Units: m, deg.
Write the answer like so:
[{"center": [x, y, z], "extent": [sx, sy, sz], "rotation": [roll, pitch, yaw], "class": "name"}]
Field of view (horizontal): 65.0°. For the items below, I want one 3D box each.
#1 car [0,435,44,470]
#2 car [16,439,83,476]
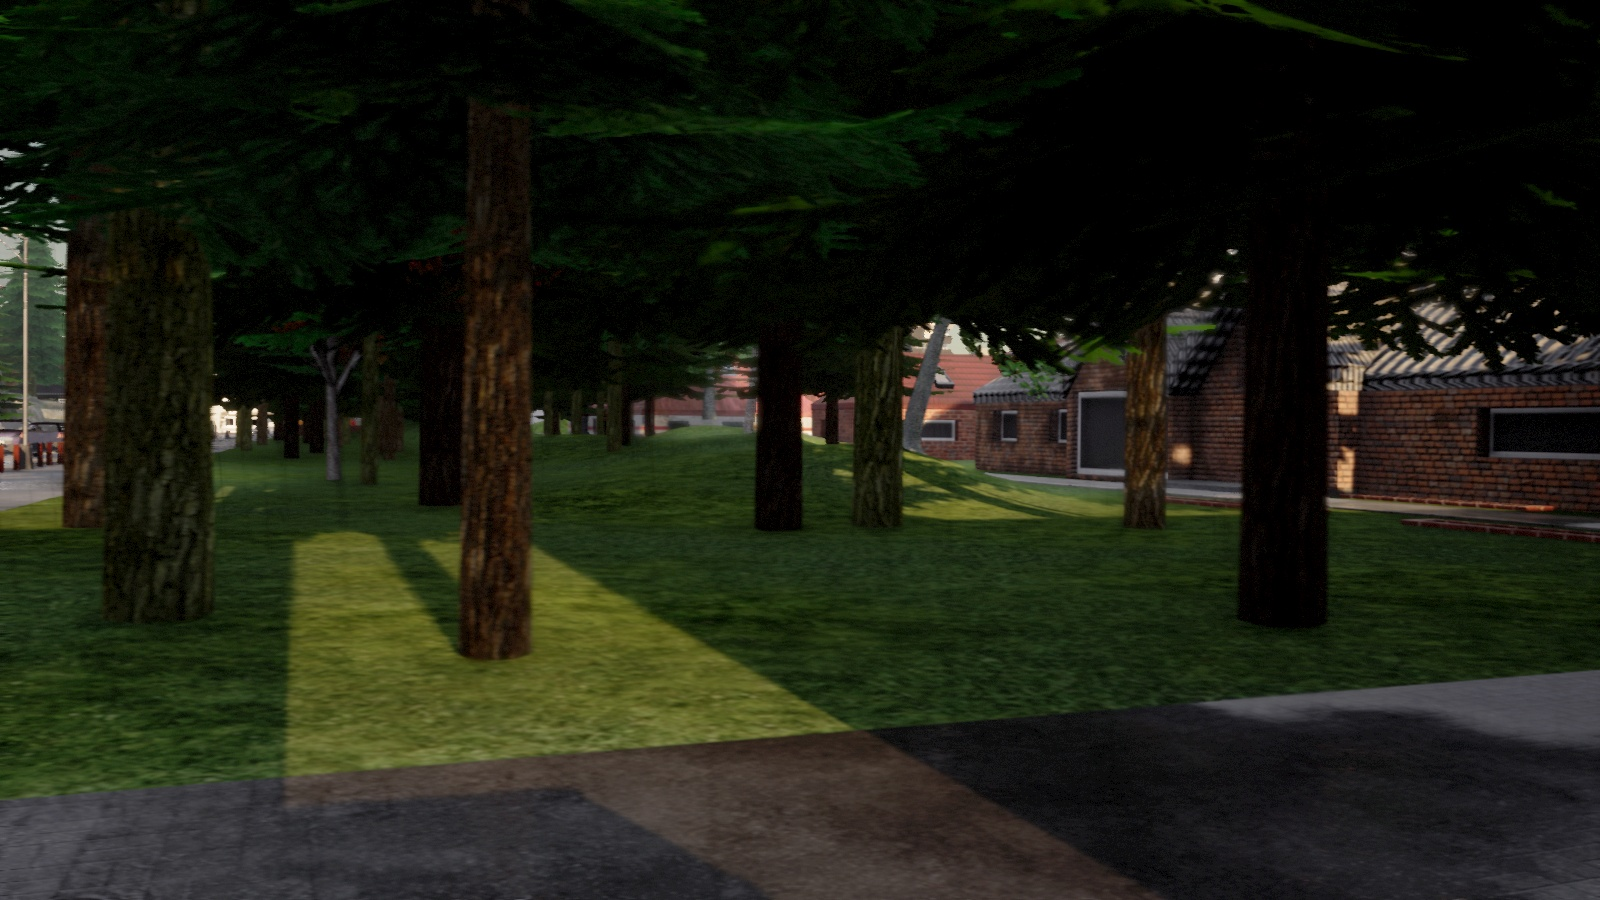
[{"center": [-40.522, 0.104, 64.533], "extent": [2.033, 1.649, 4.856], "rotation": [-1, 2, -21], "class": "car"}, {"center": [-32.208, 0.276, 53.968], "extent": [1.845, 1.501, 3.633], "rotation": [-1, 1, -21], "class": "car"}]
